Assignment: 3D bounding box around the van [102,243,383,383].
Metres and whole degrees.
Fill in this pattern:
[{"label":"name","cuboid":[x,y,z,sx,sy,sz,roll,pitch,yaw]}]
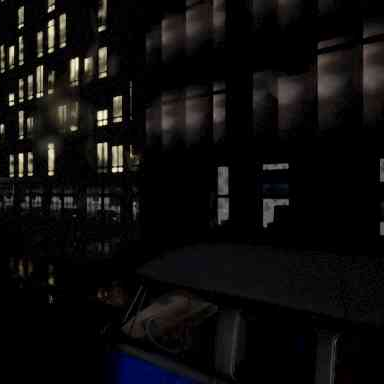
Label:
[{"label":"van","cuboid":[1.168,1.341,2.041,3.998,1.788,1.690,0,0,35]}]
